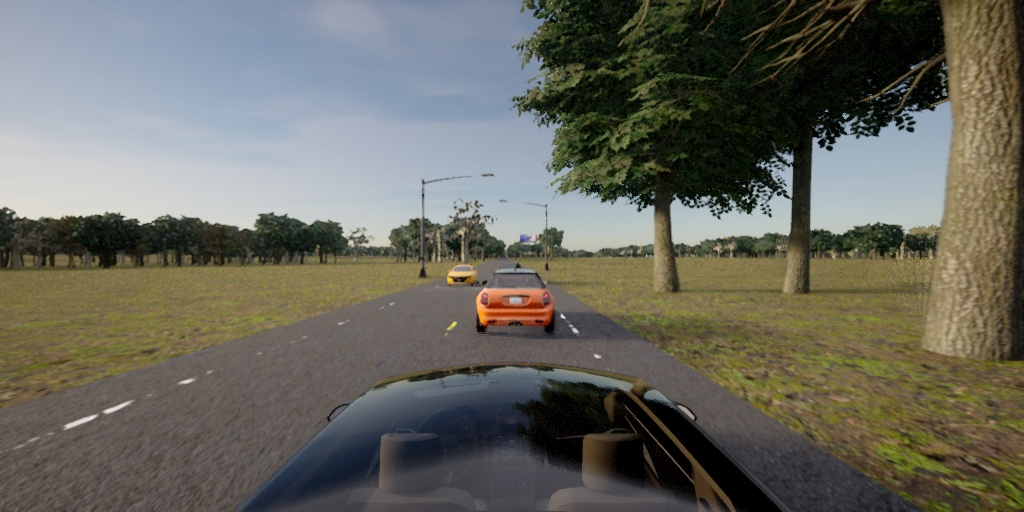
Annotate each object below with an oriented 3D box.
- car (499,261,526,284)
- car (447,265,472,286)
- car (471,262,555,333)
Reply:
[{"bbox_3d":[0.004,1.306,30.039,2.097,1.767,4.553,0,0,0],"label":"car"},{"bbox_3d":[-3.682,1.418,27.420,1.882,1.535,5.008,0,0,0],"label":"car"},{"bbox_3d":[0.085,1.174,11.211,2.097,1.767,4.553,0,-1,0],"label":"car"}]
